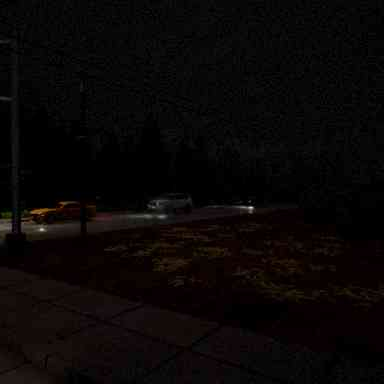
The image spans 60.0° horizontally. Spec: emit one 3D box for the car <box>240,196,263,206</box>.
[{"bbox_3d":[9.033,1.350,49.963,1.837,1.490,4.892,0,0,37],"label":"car"}]

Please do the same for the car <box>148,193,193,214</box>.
[{"bbox_3d":[-2.178,1.164,35.014,2.150,2.045,5.566,0,0,36],"label":"car"}]

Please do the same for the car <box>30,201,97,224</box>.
[{"bbox_3d":[-9.579,1.484,25.030,1.882,1.535,5.008,0,0,37],"label":"car"}]
